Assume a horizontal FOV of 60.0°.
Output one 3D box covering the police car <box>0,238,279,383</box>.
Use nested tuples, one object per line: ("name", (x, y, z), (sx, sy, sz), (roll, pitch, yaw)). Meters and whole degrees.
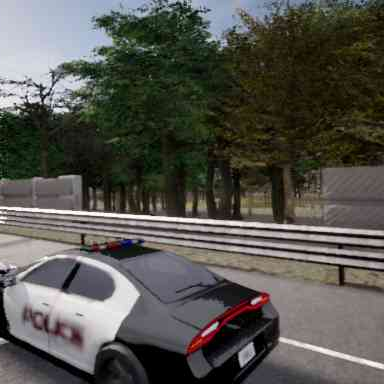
("police car", (-1.397, 1.489, 4.865), (4.974, 1.542, 2.038), (0, 0, 35))
